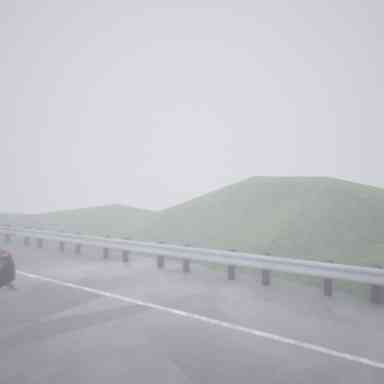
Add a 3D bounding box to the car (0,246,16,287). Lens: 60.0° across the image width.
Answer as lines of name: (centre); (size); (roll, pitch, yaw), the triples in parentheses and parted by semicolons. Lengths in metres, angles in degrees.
car: (-6.091, 1.522, 7.876); (4.181, 1.385, 1.994); (0, 0, 33)
